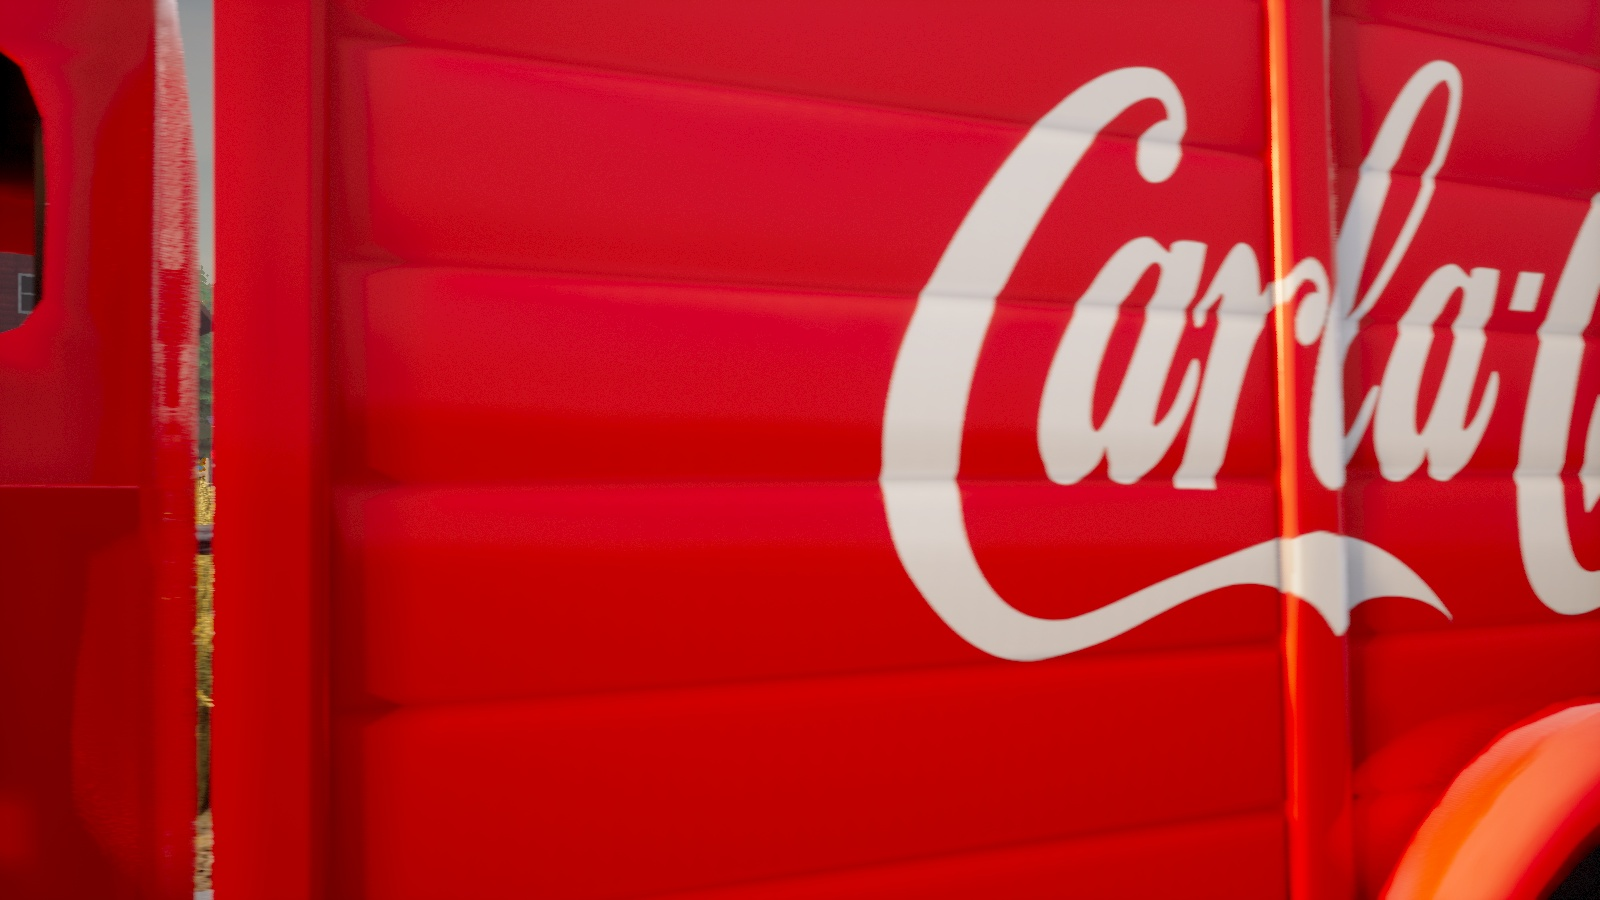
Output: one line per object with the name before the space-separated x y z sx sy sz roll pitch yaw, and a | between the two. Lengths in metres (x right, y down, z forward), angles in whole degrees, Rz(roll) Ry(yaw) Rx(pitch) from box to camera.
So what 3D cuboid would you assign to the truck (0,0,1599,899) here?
truck | -0.380 0.266 2.432 5.204 2.467 2.627 0 -1 -24
